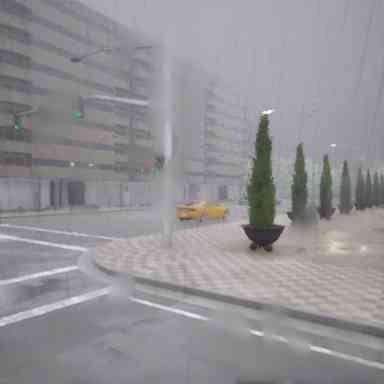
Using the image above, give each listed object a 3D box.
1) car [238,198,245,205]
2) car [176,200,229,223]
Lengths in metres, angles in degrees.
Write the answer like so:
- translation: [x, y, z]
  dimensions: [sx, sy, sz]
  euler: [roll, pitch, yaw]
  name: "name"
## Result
- translation: [9.225, 1.336, 53.722]
  dimensions: [1.837, 1.490, 4.892]
  euler: [0, 0, 36]
  name: "car"
- translation: [0.900, 1.357, 24.329]
  dimensions: [1.882, 1.535, 5.008]
  euler: [0, 1, 36]
  name: "car"
